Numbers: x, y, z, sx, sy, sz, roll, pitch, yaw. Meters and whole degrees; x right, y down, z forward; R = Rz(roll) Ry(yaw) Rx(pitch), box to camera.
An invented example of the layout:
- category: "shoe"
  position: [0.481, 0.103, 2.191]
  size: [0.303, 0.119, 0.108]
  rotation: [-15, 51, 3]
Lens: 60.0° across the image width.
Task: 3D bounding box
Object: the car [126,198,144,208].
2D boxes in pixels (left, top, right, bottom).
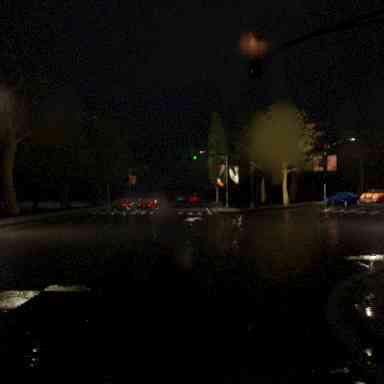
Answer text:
- category: "car"
  position: [-9.203, 1.683, 54.124]
  size: [2.128, 1.511, 4.902]
  rotation: [0, -1, 1]

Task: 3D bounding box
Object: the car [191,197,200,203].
- category: "car"
  position: [0.867, 2.010, 83.950]
  size: [2.033, 1.411, 5.357]
  rotation: [0, -1, 1]

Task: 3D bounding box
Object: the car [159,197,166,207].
- category: "car"
  position: [-5.946, 1.743, 54.509]
  size: [2.033, 1.411, 5.357]
  rotation: [0, -1, 1]

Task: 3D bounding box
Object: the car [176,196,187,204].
- category: "car"
  position: [-2.487, 1.742, 73.928]
  size: [2.097, 1.767, 4.553]
  rotation: [0, -1, 1]

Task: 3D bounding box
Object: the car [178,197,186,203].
- category: "car"
  position: [-2.383, 1.970, 83.984]
  size: [1.837, 1.490, 4.892]
  rotation: [0, -1, 1]

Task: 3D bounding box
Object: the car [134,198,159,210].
- category: "car"
  position: [-6.041, 1.592, 44.586]
  size: [1.882, 1.535, 5.008]
  rotation: [0, 0, 1]

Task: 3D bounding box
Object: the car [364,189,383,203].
- category: "car"
  position: [23.157, 0.470, 42.229]
  size: [4.553, 1.767, 2.097]
  rotation: [-1, 1, -42]

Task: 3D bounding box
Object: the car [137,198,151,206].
- category: "car"
  position: [-9.099, 1.879, 63.158]
  size: [1.895, 1.301, 4.718]
  rotation: [0, -1, 1]

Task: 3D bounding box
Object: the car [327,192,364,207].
- category: "car"
  position: [16.390, 0.765, 35.972]
  size: [5.008, 1.535, 1.882]
  rotation: [-2, 1, -42]

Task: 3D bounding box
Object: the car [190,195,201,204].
- category: "car"
  position: [0.759, 1.609, 73.564]
  size: [2.150, 2.045, 5.566]
  rotation: [0, -1, 1]

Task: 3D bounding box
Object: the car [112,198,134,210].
- category: "car"
  position: [-9.290, 1.592, 44.619]
  size: [1.882, 1.535, 5.008]
  rotation: [0, 0, 1]
